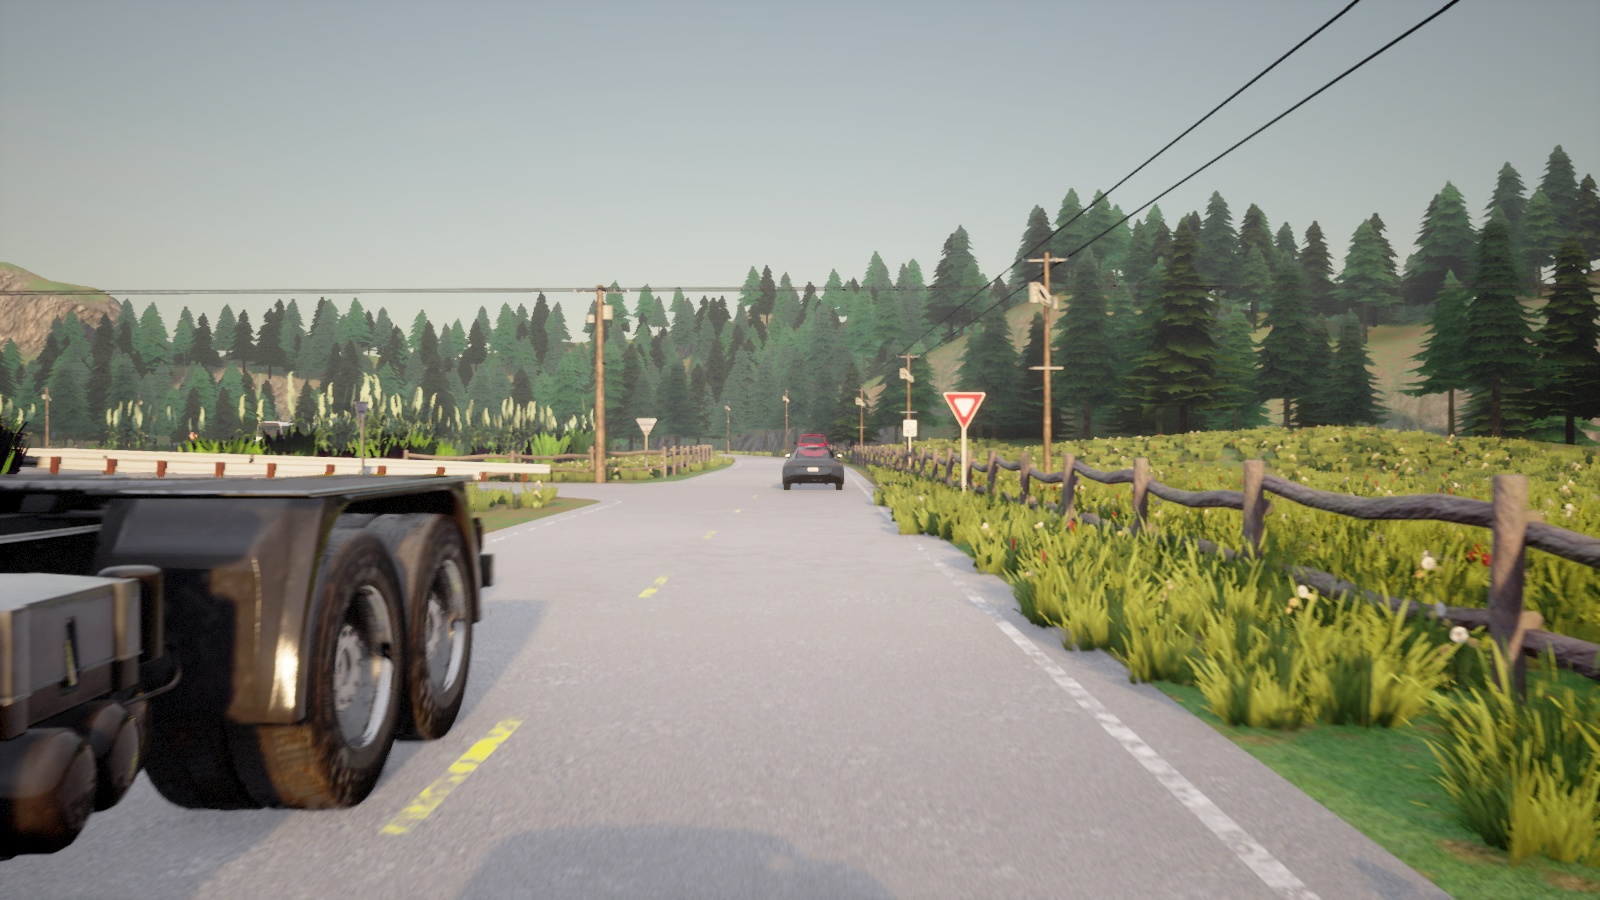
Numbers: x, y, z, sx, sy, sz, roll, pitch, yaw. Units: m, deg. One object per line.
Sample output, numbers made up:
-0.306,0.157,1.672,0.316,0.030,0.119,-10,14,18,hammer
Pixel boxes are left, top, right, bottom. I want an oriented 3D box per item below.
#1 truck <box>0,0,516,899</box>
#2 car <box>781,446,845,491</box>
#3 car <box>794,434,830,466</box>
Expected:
-3.164,-0.258,3.536,2.891,3.462,7.936,0,0,0,truck
0.445,0.573,41.193,1.994,1.385,4.181,0,0,1,car
0.757,-0.004,83.434,2.150,2.045,5.566,0,0,-2,car
